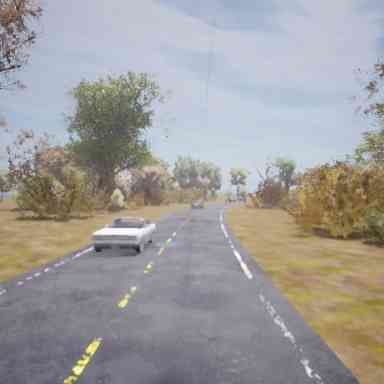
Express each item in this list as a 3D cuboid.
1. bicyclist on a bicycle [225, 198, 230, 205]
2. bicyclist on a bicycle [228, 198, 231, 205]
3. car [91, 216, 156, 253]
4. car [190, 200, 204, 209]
[{"bbox_3d":[7.828,2.287,76.130,0.582,1.620,1.656,0,-1,10],"label":"bicyclist on a bicycle"},{"bbox_3d":[9.532,2.305,84.913,0.659,1.776,1.843,0,0,12],"label":"bicyclist on a bicycle"},{"bbox_3d":[-2.798,1.752,14.518,1.895,1.301,4.718,0,-1,2],"label":"car"},{"bbox_3d":[0.915,2.107,57.293,2.128,1.511,4.902,0,-1,8],"label":"car"}]
